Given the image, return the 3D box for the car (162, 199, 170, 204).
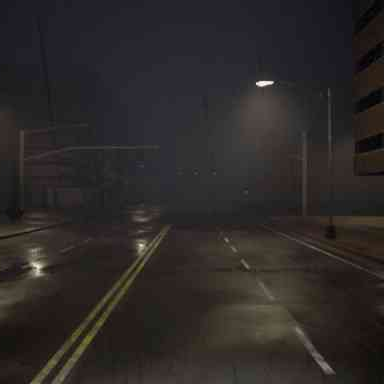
[{"bbox_3d":[-7.007,2.467,89.552,2.033,1.411,5.357,0,-1,0],"label":"car"}]
